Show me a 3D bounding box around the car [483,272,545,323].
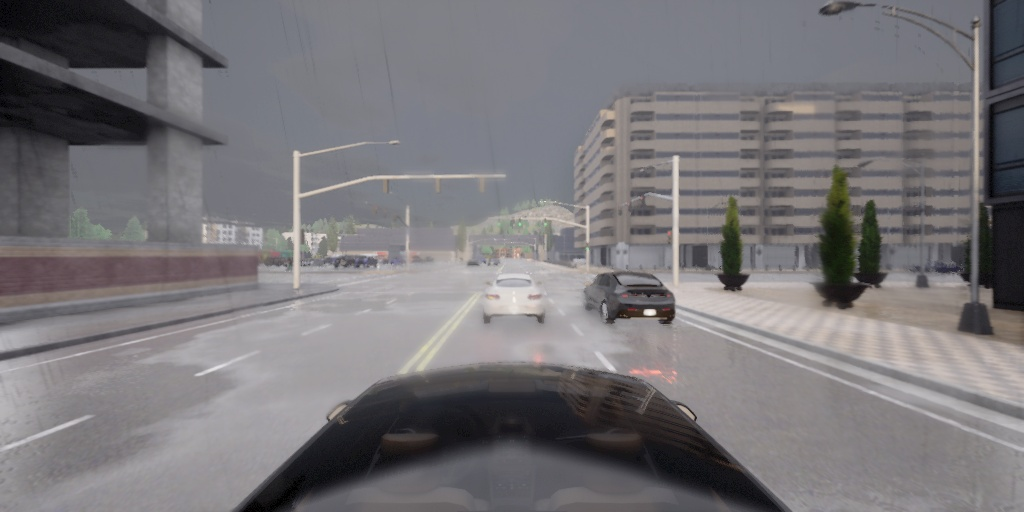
[{"bbox_3d":[0.064,1.261,11.939,1.812,1.442,4.674,0,0,0],"label":"car"}]

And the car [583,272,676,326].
[{"bbox_3d":[3.566,1.238,11.675,1.837,1.490,4.892,0,-1,0],"label":"car"}]

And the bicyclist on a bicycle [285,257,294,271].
[{"bbox_3d":[-25.327,0.938,40.876,0.582,1.620,1.656,0,0,0],"label":"bicyclist on a bicycle"}]

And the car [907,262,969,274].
[{"bbox_3d":[44.329,1.244,37.337,4.718,1.301,1.895,0,0,1],"label":"car"}]
